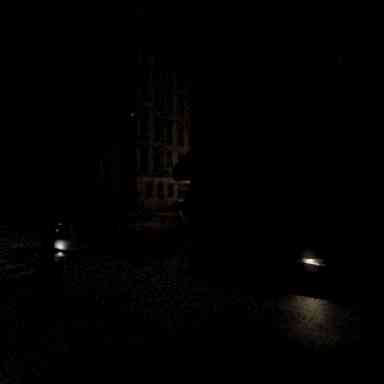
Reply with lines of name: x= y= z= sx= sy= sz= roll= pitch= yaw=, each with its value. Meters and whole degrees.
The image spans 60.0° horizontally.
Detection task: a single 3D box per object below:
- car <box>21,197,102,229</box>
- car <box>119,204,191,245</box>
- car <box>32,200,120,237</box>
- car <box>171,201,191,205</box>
car: x=-7.470 y=1.244 z=20.036 sx=2.192 sy=1.841 sz=5.009 roll=1 pitch=0 yaw=35
car: x=-0.844 y=1.509 z=15.508 sx=1.752 sy=1.417 sz=4.829 roll=1 pitch=0 yaw=35
car: x=-5.697 y=1.425 z=18.147 sx=1.882 sy=1.535 sz=5.008 roll=0 pitch=0 yaw=34
car: x=-0.877 y=1.484 z=29.284 sx=1.947 sy=1.339 sz=4.313 roll=1 pitch=0 yaw=35
